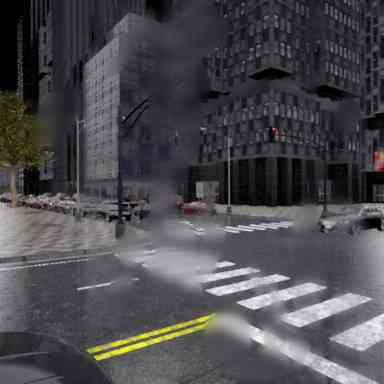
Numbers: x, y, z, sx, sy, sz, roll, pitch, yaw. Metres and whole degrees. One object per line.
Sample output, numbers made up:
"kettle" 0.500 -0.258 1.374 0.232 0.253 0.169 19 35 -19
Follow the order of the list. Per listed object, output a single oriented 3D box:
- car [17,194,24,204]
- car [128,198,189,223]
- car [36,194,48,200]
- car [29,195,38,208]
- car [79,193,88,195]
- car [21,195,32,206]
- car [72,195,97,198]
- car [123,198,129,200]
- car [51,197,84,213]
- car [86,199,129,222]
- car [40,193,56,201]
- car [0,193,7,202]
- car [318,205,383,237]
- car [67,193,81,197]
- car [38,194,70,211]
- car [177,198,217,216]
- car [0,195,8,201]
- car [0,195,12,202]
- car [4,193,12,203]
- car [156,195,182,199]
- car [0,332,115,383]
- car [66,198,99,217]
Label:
"car" -26.428 1.418 52.936 1.947 1.339 4.313 0 0 -37
"car" -2.702 1.485 25.605 2.033 1.411 5.357 0 0 -34
"car" -36.463 1.284 80.794 1.752 1.417 4.829 0 0 -37
"car" -19.712 1.458 43.874 1.802 1.307 4.206 0 0 -37
"car" -16.218 1.362 53.476 1.887 1.381 4.507 0 0 -37
"car" -22.968 1.389 48.268 1.752 1.417 4.829 0 0 -37
"car" -11.319 1.380 37.180 2.128 1.511 4.902 0 0 -37
"car" -6.145 1.427 39.886 1.947 1.339 4.313 0 0 -37
"car" -12.997 1.489 34.813 1.802 1.307 4.206 0 0 -37
"car" -6.280 1.510 25.751 1.947 1.339 4.313 0 0 -37
"car" -33.005 1.082 76.127 2.192 1.841 5.009 0 0 -37
"car" -36.502 1.138 66.528 2.192 1.841 5.009 0 0 -37
"car" 8.780 1.452 17.987 4.902 1.511 2.128 0 0 -36
"car" -19.576 1.121 58.006 2.192 1.841 5.009 0 0 -37
"car" -16.354 1.331 39.342 1.967 1.590 4.097 0 0 -37
"car" 0.570 1.480 30.825 1.802 1.307 4.206 0 0 -37
"car" -43.217 1.387 75.590 1.802 1.307 4.206 0 0 -37
"car" -39.860 1.379 71.060 1.947 1.339 4.313 0 0 -37
"car" -33.144 1.377 61.997 1.887 1.381 4.507 0 0 -37
"car" -2.788 1.193 35.355 2.192 1.841 5.009 0 0 -37
"car" -2.709 1.505 1.488 4.892 1.490 1.837 0 0 -37
"car" -9.639 1.490 30.282 1.947 1.339 4.313 0 0 -37
